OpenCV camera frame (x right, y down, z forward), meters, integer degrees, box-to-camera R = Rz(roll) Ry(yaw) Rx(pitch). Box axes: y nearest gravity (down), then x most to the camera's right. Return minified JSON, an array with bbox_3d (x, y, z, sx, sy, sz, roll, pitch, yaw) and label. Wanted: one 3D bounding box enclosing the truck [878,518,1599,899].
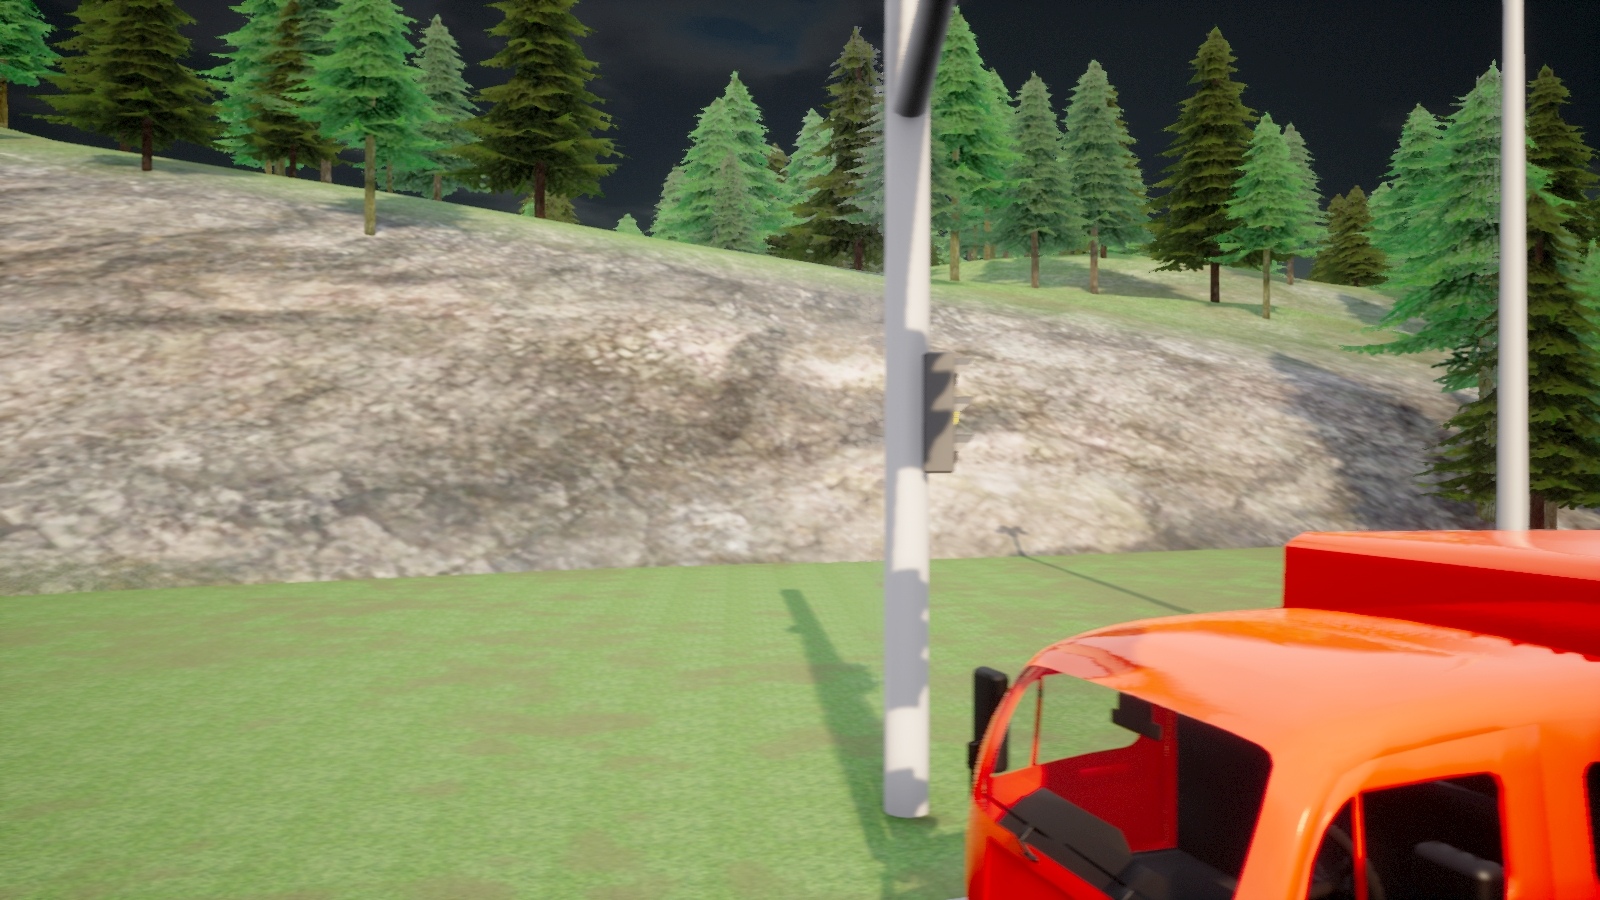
[{"bbox_3d":[3.213,1.583,4.374,5.204,2.467,2.627,0,0,-18],"label":"truck"}]
